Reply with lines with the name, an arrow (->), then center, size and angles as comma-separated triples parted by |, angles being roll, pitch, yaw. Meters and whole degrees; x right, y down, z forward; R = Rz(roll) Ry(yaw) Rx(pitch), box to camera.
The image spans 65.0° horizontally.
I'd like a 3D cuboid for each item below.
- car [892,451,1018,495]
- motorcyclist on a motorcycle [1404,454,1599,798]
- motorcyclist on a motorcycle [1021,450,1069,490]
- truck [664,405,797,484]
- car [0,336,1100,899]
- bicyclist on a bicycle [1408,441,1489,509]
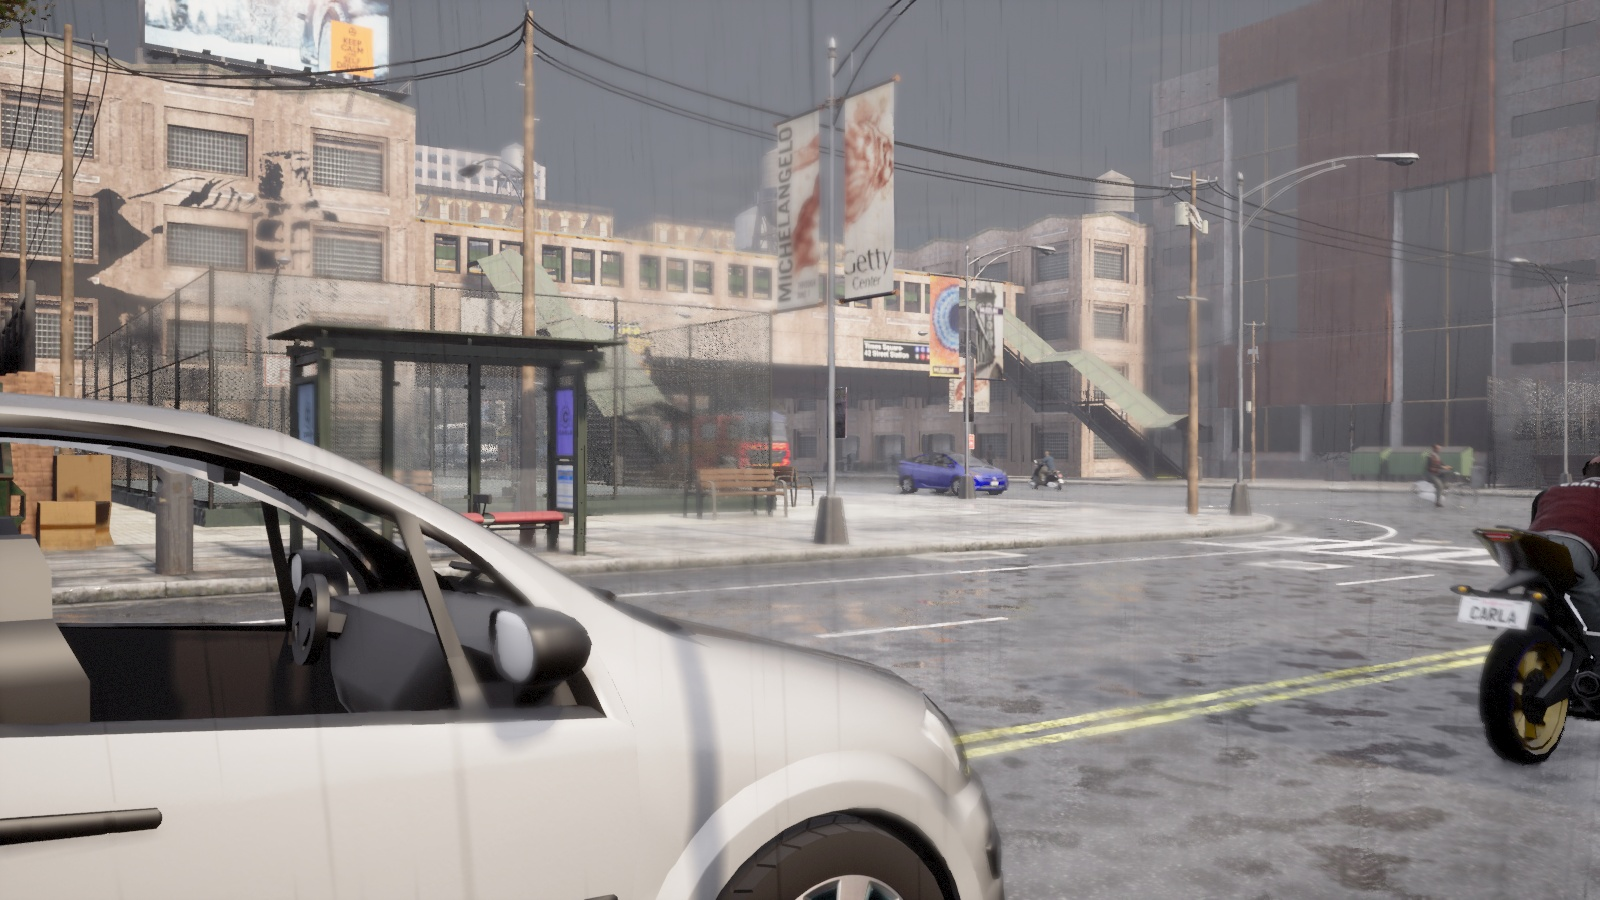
car -> 5.497, 0.790, 45.140 | 2.007, 1.525, 4.514 | 0, 0, -34
motorcyclist on a motorcycle -> 4.185, 0.787, 6.582 | 2.191, 1.530, 0.866 | 0, 0, -35
motorcyclist on a motorcycle -> 9.958, 0.802, 51.016 | 0.866, 1.590, 1.817 | 0, 0, -34
truck -> -3.732, -0.253, 64.844 | 2.891, 3.827, 8.468 | 0, 0, -34
car -> -1.441, 0.653, 2.657 | 3.988, 1.617, 1.851 | 0, 0, -35
bicyclist on a bicycle -> 17.461, 0.661, 33.860 | 0.659, 1.776, 1.843 | 0, 0, -34
